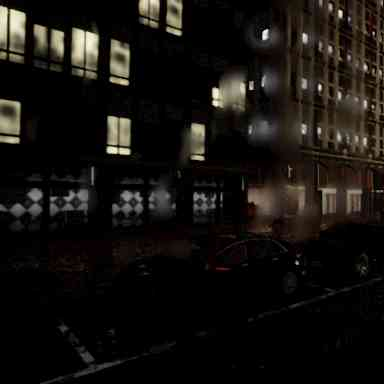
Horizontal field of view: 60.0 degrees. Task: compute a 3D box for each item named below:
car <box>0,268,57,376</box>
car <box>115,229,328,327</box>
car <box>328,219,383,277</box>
[{"bbox_3d":[-3.950,1.547,3.724,4.507,1.381,1.887,0,1,-35],"label":"car"},{"bbox_3d":[0.589,1.543,6.962,4.403,1.369,2.008,0,1,-35],"label":"car"},{"bbox_3d":[5.127,1.548,10.200,4.313,1.339,1.947,0,1,-35],"label":"car"}]
